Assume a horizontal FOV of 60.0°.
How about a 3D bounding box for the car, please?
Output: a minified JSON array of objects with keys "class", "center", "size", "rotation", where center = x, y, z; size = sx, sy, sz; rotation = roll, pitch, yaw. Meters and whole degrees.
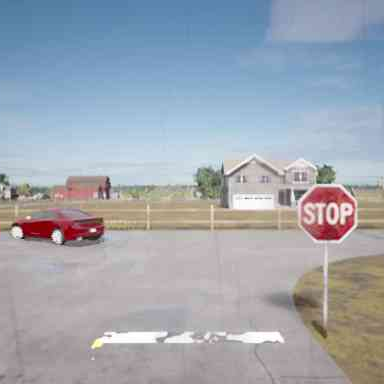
[{"class":"car","center":[-6.223,1.460,15.214],"size":[5.008,1.535,1.882],"rotation":[0,0,33]}]
